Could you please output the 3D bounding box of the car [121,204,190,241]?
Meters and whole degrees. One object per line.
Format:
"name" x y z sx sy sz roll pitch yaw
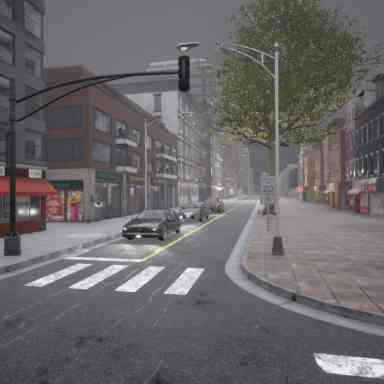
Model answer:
"car" -1.809 1.556 17.209 2.033 1.411 5.357 0 0 12

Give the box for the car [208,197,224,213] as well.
"car" 2.307 1.347 36.497 2.097 1.767 4.553 0 0 12

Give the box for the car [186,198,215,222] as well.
"car" 0.225 1.492 26.753 2.128 1.511 4.902 0 0 12
